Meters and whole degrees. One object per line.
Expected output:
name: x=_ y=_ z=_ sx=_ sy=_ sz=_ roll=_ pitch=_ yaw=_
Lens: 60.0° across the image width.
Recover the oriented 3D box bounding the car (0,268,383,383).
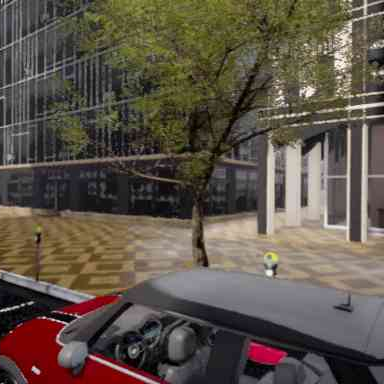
car: x=-0.051 y=1.438 z=2.900 sx=4.097 sy=1.590 sz=1.967 roll=0 pitch=1 yaw=36
